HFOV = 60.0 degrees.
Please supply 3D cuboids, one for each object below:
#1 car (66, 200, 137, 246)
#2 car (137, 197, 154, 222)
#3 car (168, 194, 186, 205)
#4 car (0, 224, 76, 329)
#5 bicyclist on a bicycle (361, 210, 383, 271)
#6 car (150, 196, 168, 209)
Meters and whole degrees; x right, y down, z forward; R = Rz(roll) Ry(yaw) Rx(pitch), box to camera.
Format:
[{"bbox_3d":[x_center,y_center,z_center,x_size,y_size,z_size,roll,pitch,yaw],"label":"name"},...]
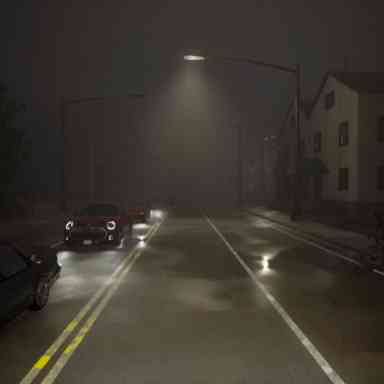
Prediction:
[{"bbox_3d":[-3.911,1.257,14.539,2.097,1.767,4.553,0,0,-1],"label":"car"},{"bbox_3d":[-4.130,1.365,24.428,1.812,1.442,4.674,0,0,-1],"label":"car"},{"bbox_3d":[-2.551,1.015,49.063,2.097,1.767,4.553,0,1,-21],"label":"car"},{"bbox_3d":[-3.684,1.516,4.936,2.033,1.411,5.357,0,0,-1],"label":"car"},{"bbox_3d":[5.414,1.307,9.198,1.656,1.620,0.582,-9,1,-1],"label":"bicyclist on a bicycle"},{"bbox_3d":[-4.419,1.241,39.969,2.128,1.511,4.902,0,0,-1],"label":"car"}]
